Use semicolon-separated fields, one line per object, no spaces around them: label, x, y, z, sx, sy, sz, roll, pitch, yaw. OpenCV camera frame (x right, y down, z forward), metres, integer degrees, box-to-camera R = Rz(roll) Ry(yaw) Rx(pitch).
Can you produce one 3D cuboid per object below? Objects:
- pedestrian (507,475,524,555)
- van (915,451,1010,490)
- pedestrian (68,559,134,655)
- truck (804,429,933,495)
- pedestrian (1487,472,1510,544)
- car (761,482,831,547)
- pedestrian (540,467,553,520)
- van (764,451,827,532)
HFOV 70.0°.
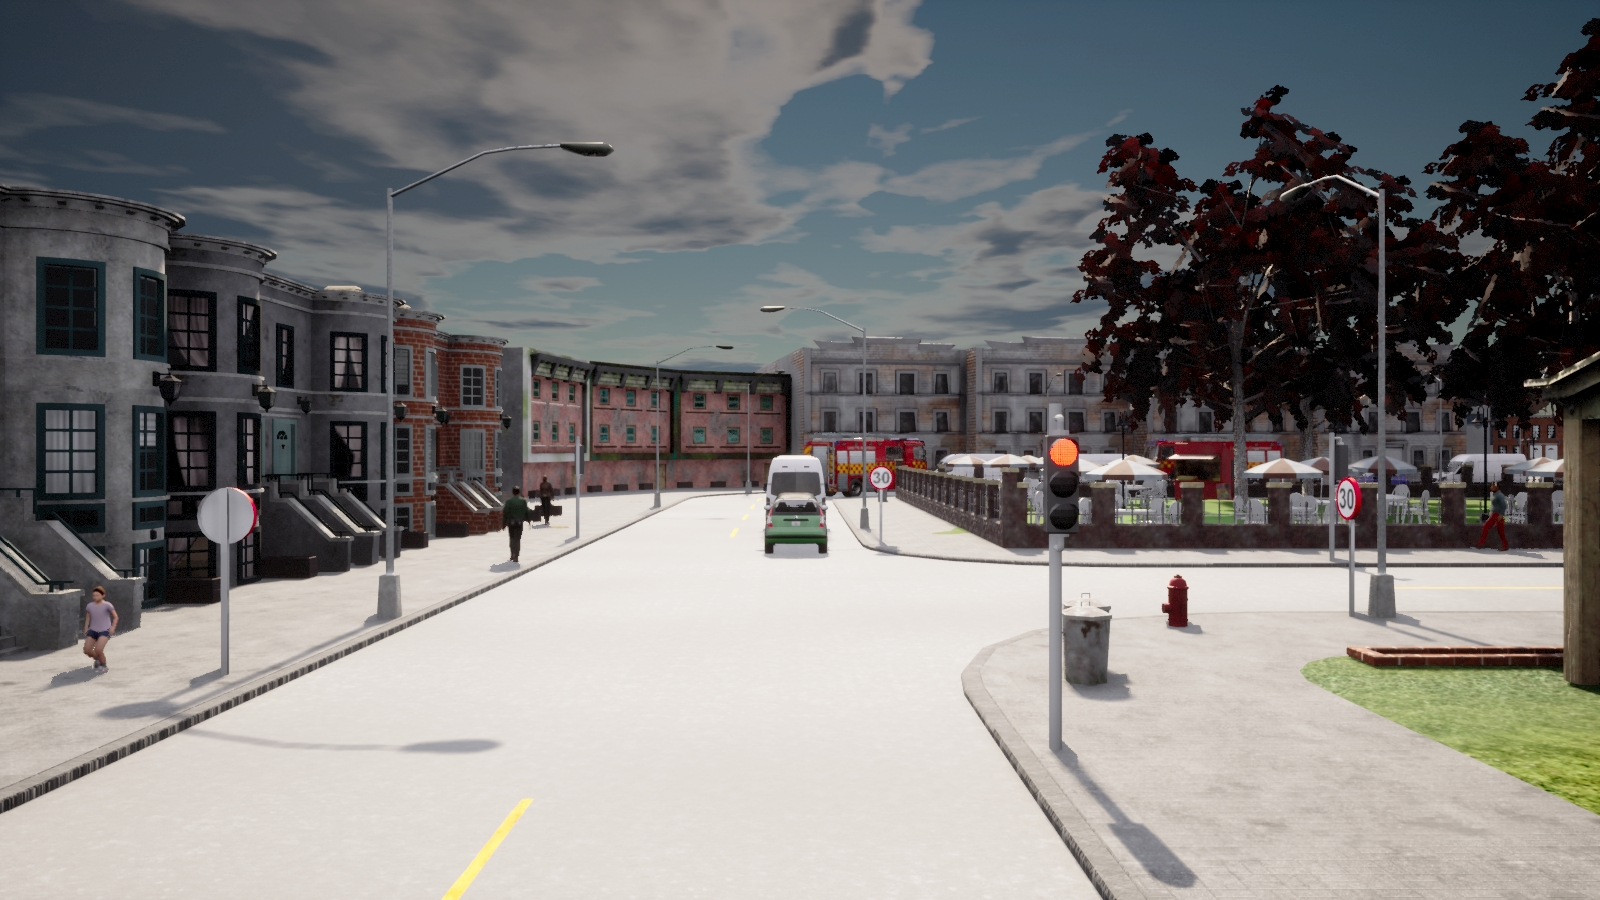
pedestrian;-6.744;1.524;27.058;0.375;1.860;0.375;0;0;-16
van;10.550;1.314;74.428;5.915;2.561;1.988;0;0;0
pedestrian;-8.507;1.904;13.911;0.500;1.100;0.500;0;0;-2
truck;4.295;0.672;70.228;8.468;3.827;2.891;0;0;-43
pedestrian;18.293;1.517;29.931;0.375;1.860;0.375;0;0;1
car;-0.119;1.779;32.373;1.851;1.617;3.988;0;0;0
pedestrian;-8.990;1.525;40.552;0.375;1.860;0.375;0;0;3
van;-0.147;1.315;39.074;1.988;2.561;5.915;0;0;0
